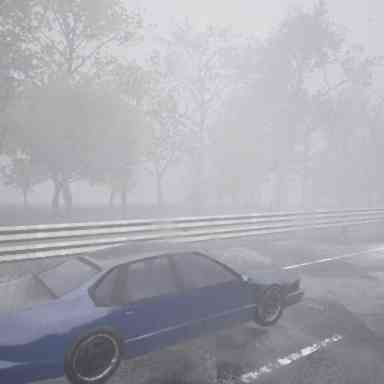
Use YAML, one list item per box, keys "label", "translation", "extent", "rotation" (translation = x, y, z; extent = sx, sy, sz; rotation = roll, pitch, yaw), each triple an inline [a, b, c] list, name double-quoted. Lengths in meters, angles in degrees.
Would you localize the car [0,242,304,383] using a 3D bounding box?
- label: "car"
  translation: [-0.540, 1.548, 5.317]
  extent: [5.357, 1.411, 2.033]
  rotation: [0, 0, -36]
